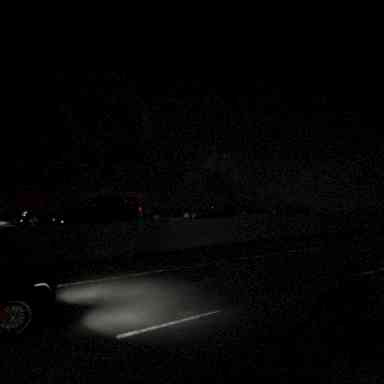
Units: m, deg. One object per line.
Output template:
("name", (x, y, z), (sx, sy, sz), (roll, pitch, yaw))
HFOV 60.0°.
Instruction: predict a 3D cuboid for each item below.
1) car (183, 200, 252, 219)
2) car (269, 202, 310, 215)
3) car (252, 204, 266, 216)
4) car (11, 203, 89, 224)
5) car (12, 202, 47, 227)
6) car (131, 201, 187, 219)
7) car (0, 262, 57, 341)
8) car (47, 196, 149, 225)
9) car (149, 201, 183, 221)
("car", (2.141, 1.660, 26.901), (4.902, 1.511, 2.128), (1, 0, -35))
("car", (9.564, 1.750, 32.447), (4.902, 1.511, 2.128), (1, 0, -38))
("car", (5.174, 1.830, 33.409), (4.718, 1.301, 1.895), (1, 0, -35))
("car", (-11.084, 1.607, 26.140), (5.357, 1.411, 2.033), (1, 0, -35))
("car", (-9.573, 1.405, 22.936), (4.553, 1.767, 2.097), (1, 0, -35))
("car", (-3.109, 1.645, 31.744), (4.902, 1.511, 2.128), (1, 0, -35))
("car", (-4.480, 1.516, 4.849), (4.674, 1.442, 1.812), (0, 0, -35))
("car", (-5.904, 1.294, 21.248), (5.566, 2.045, 2.150), (1, 0, -36))
("car", (-2.095, 1.633, 28.205), (4.902, 1.511, 2.128), (1, 0, -35))
